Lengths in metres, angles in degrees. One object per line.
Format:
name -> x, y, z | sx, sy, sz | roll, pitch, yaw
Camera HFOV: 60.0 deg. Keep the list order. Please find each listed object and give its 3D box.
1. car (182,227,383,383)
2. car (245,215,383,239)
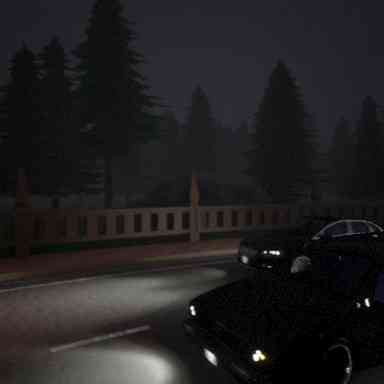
car -> 2.582, 1.501, 5.056 | 5.357, 1.411, 2.033 | 0, 1, -27
car -> 3.589, 1.410, 9.228 | 4.902, 1.511, 2.128 | 0, 0, -22
